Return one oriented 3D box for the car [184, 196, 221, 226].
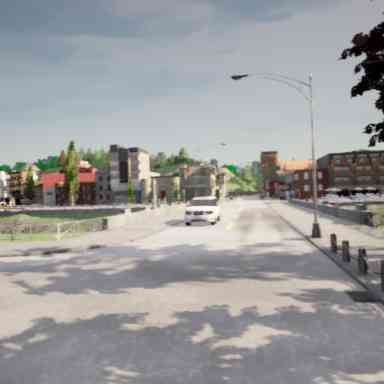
[{"bbox_3d":[0.898,1.393,25.208,2.150,2.045,5.566,-2,0,10],"label":"car"}]
